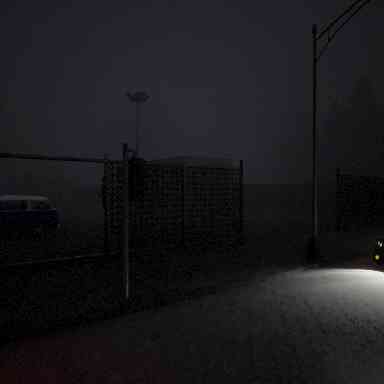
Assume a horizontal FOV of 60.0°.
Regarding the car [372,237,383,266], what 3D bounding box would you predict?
[{"bbox_3d":[7.349,1.565,10.200,4.181,1.385,1.994,0,0,-37],"label":"car"}]
